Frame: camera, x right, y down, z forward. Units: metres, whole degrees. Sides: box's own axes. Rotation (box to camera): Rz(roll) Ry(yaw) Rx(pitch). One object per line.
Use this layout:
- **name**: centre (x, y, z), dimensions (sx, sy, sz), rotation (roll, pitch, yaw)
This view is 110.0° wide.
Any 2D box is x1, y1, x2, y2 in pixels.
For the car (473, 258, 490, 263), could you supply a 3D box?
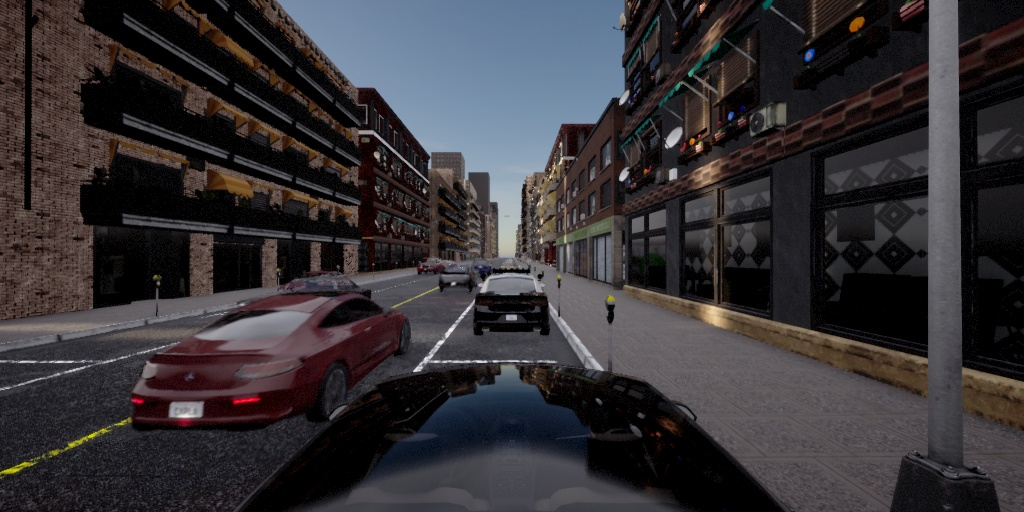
- **car**: centre (-3.145, 1.101, 37.986), dimensions (2.097, 1.767, 4.553), rotation (0, 0, 0)

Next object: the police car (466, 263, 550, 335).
- **police car**: centre (-0.011, 1.175, 10.609), dimensions (1.930, 1.638, 5.238), rotation (0, 0, 0)

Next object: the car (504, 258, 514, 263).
- **car**: centre (-0.456, 1.275, 39.173), dimensions (1.751, 1.417, 4.829), rotation (0, 0, 0)

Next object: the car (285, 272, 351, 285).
- **car**: centre (-6.246, 1.351, 11.403), dimensions (1.895, 1.301, 4.718), rotation (0, 0, 0)

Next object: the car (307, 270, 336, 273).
- **car**: centre (-8.837, 1.333, 16.462), dimensions (1.802, 1.307, 4.207), rotation (0, 0, 0)

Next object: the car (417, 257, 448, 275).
- **car**: centre (-8.837, 1.064, 39.007), dimensions (2.192, 1.841, 5.009), rotation (0, 0, 0)

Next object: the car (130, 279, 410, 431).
- **car**: centre (-3.044, 1.276, 5.653), dimensions (1.812, 1.442, 4.674), rotation (0, 0, 0)

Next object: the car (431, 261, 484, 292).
- **car**: centre (-3.045, 1.242, 21.173), dimensions (2.128, 1.511, 4.902), rotation (0, 0, 0)
